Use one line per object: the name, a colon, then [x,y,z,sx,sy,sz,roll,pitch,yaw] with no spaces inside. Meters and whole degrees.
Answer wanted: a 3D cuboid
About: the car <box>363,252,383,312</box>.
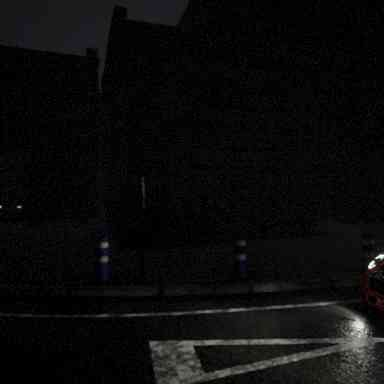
car: [5.457,1.295,5.945,4.553,1.767,2.097,0,0,-15]
